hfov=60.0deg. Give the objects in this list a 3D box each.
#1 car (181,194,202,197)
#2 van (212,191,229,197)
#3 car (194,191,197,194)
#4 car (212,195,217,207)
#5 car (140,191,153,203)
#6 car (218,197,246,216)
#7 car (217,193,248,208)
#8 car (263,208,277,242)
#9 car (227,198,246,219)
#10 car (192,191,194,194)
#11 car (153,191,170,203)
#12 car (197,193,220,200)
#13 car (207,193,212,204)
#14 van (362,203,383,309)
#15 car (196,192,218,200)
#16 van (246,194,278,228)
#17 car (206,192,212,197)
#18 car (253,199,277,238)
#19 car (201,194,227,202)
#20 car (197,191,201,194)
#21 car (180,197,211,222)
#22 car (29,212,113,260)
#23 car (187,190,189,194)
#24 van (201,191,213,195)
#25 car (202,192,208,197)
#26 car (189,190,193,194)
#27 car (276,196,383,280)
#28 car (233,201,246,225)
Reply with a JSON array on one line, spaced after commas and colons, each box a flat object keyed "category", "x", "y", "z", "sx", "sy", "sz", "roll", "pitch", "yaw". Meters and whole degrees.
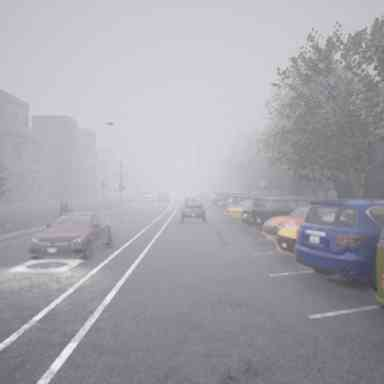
[{"category": "car", "x": -0.187, "y": 1.334, "z": 43.289, "sx": 2.033, "sy": 1.411, "sz": 5.357, "roll": 0, "pitch": 1, "yaw": -1}, {"category": "van", "x": 5.233, "y": 1.066, "z": 41.234, "sx": 4.442, "sy": 1.987, "sz": 1.878, "roll": 1, "pitch": 0, "yaw": -21}, {"category": "car", "x": 3.920, "y": 0.745, "z": 70.841, "sx": 5.566, "sy": 2.045, "sz": 2.435, "roll": 1, "pitch": 0, "yaw": -24}, {"category": "car", "x": 5.182, "y": 1.355, "z": 38.217, "sx": 4.674, "sy": 1.452, "sz": 2.002, "roll": 1, "pitch": 1, "yaw": -21}, {"category": "car", "x": -7.777, "y": 0.861, "z": 58.336, "sx": 2.150, "sy": 2.045, "sz": 5.566, "roll": 0, "pitch": 1, "yaw": -2}, {"category": "car", "x": 5.122, "y": 1.394, "z": 26.266, "sx": 5.366, "sy": 1.575, "sz": 1.946, "roll": 1, "pitch": 1, "yaw": -20}, {"category": "car", "x": 5.233, "y": 1.234, "z": 32.265, "sx": 4.553, "sy": 1.767, "sz": 2.185, "roll": 1, "pitch": 0, "yaw": -21}, {"category": "car", "x": 5.305, "y": 1.462, "z": 11.507, "sx": 5.008, "sy": 1.535, "sz": 2.097, "roll": 1, "pitch": 0, "yaw": -20}, {"category": "car", "x": 5.474, "y": 1.414, "z": 23.425, "sx": 5.366, "sy": 1.575, "sz": 1.946, "roll": 1, "pitch": 0, "yaw": -20}, {"category": "car", "x": 3.299, "y": 0.920, "z": 79.717, "sx": 4.892, "sy": 1.521, "sz": 2.231, "roll": 1, "pitch": 1, "yaw": -24}, {"category": "car", "x": -4.942, "y": 0.870, "z": 57.381, "sx": 2.150, "sy": 2.045, "sz": 5.566, "roll": 0, "pitch": 1, "yaw": -2}, {"category": "car", "x": 3.706, "y": 1.010, "z": 73.790, "sx": 4.674, "sy": 1.452, "sz": 2.002, "roll": 1, "pitch": 1, "yaw": -24}, {"category": "car", "x": 5.048, "y": 1.264, "z": 44.160, "sx": 5.008, "sy": 1.535, "sz": 2.097, "roll": 1, "pitch": 0, "yaw": -22}, {"category": "van", "x": 5.405, "y": 1.252, "z": 5.636, "sx": 4.442, "sy": 1.987, "sz": 1.878, "roll": 1, "pitch": 0, "yaw": -20}, {"category": "car", "x": 3.472, "y": 0.818, "z": 76.747, "sx": 4.553, "sy": 1.767, "sz": 2.185, "roll": 1, "pitch": 0, "yaw": -24}, {"category": "van", "x": 5.405, "y": 1.217, "z": 17.479, "sx": 4.442, "sy": 1.987, "sz": 1.878, "roll": 1, "pitch": 0, "yaw": -20}, {"category": "car", "x": 5.146, "y": 1.235, "z": 47.197, "sx": 5.366, "sy": 1.575, "sz": 1.946, "roll": 1, "pitch": 0, "yaw": -22}, {"category": "car", "x": 5.327, "y": 1.328, "z": 14.481, "sx": 4.553, "sy": 1.767, "sz": 2.185, "roll": 1, "pitch": 1, "yaw": -20}, {"category": "car", "x": 4.234, "y": 1.093, "z": 64.896, "sx": 4.674, "sy": 1.452, "sz": 2.002, "roll": 0, "pitch": 1, "yaw": -23}, {"category": "car", "x": 4.215, "y": 1.078, "z": 61.855, "sx": 5.366, "sy": 1.575, "sz": 1.946, "roll": 1, "pitch": 1, "yaw": -23}, {"category": "car", "x": 0.088, "y": 1.409, "z": 25.577, "sx": 2.128, "sy": 1.511, "sz": 4.902, "roll": 0, "pitch": 0, "yaw": 0}, {"category": "car", "x": -4.246, "y": 1.499, "z": 12.432, "sx": 1.812, "sy": 1.442, "sz": 4.674, "roll": 0, "pitch": 0, "yaw": 0}, {"category": "car", "x": 2.058, "y": 0.808, "z": 94.521, "sx": 5.008, "sy": 1.535, "sz": 2.097, "roll": 1, "pitch": 1, "yaw": -26}, {"category": "van", "x": 4.423, "y": 0.886, "z": 58.912, "sx": 4.442, "sy": 1.987, "sz": 1.878, "roll": 1, "pitch": 1, "yaw": -23}, {"category": "car", "x": 4.653, "y": 1.185, "z": 55.996, "sx": 4.674, "sy": 1.452, "sz": 2.002, "roll": 0, "pitch": 0, "yaw": -23}, {"category": "car", "x": 2.574, "y": 0.849, "z": 88.606, "sx": 5.008, "sy": 1.535, "sz": 2.097, "roll": 1, "pitch": 0, "yaw": -25}, {"category": "car", "x": 5.328, "y": 1.220, "z": 8.562, "sx": 5.566, "sy": 2.045, "sz": 2.435, "roll": 1, "pitch": 0, "yaw": -20}, {"category": "car", "x": 5.323, "y": 1.459, "z": 20.410, "sx": 4.792, "sy": 1.488, "sz": 2.163, "roll": 1, "pitch": 0, "yaw": -20}]
